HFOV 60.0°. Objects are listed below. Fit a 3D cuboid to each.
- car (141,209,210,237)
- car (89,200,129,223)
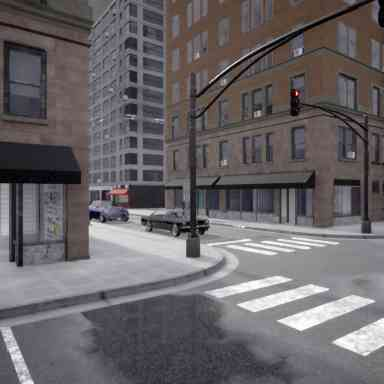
[{"bbox_3d":[-1.046,1.665,18.813,1.895,1.301,4.718,0,0,-35],"label":"car"},{"bbox_3d":[-6.812,1.460,26.815,2.097,1.767,4.553,0,0,-36],"label":"car"}]
